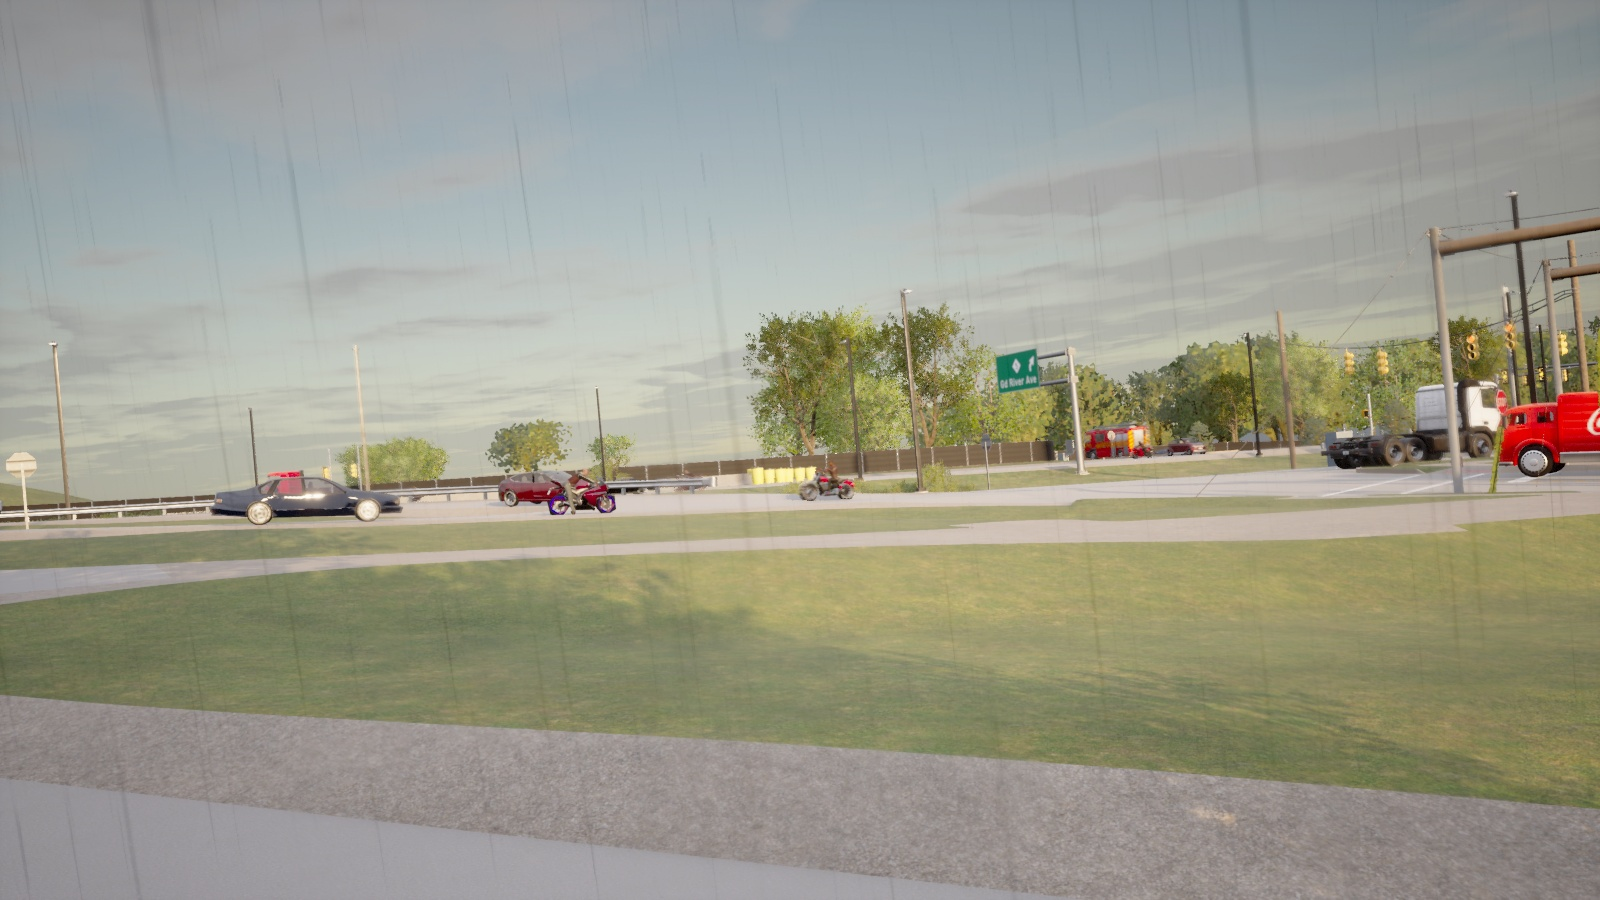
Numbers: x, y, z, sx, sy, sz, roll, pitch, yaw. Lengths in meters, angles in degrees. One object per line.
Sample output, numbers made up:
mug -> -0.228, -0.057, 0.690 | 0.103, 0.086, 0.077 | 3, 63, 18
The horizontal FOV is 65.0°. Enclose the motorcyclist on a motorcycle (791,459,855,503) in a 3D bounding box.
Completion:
motorcyclist on a motorcycle -> 0.896, 1.176, 48.305 | 2.350, 1.649, 0.766 | 0, 0, -27

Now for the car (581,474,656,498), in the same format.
car -> -12.431, 2.469, 86.020 | 4.718, 1.301, 1.895 | -3, -1, -23

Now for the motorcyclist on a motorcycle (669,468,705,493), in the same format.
motorcyclist on a motorcycle -> -7.590, 2.066, 84.256 | 2.191, 1.530, 0.866 | -3, -1, -23

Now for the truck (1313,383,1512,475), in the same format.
truck -> 25.825, -0.903, 52.905 | 7.936, 3.462, 2.891 | -3, -2, -23

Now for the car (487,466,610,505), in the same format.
car -> -10.768, 1.531, 53.821 | 4.792, 1.488, 2.163 | -2, 1, 27

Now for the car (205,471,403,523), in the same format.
car -> -14.808, 1.394, 37.672 | 5.357, 1.411, 2.033 | 0, -2, -22

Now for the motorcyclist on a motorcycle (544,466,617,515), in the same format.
motorcyclist on a motorcycle -> -7.122, 1.318, 40.751 | 2.191, 1.530, 0.866 | -1, -2, -22

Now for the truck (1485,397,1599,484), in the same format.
truck -> 23.608, -0.327, 37.297 | 5.204, 2.467, 2.627 | -2, 2, 42
